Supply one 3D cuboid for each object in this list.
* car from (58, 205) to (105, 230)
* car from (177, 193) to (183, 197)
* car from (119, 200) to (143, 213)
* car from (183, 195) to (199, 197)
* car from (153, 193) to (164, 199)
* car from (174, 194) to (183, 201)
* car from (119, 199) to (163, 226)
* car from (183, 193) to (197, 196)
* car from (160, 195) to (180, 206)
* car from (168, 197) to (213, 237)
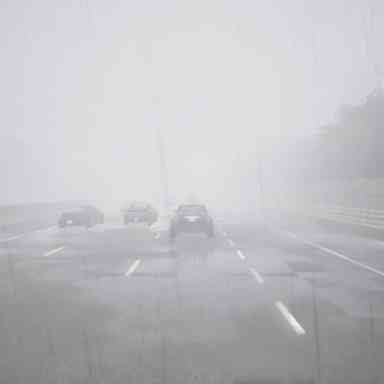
[{"bbox_3d":[-6.997,1.540,21.351,1.812,1.442,4.674,0,0,0],"label":"car"},{"bbox_3d":[-3.487,1.547,72.350,1.882,1.535,5.008,0,0,0],"label":"car"},{"bbox_3d":[-6.993,1.630,38.354,1.895,1.301,4.718,0,0,0],"label":"car"},{"bbox_3d":[0.008,1.514,45.307,1.882,1.535,5.008,0,0,0],"label":"car"},{"bbox_3d":[-6.987,1.293,71.429,2.150,2.045,5.566,0,0,0],"label":"car"},{"bbox_3d":[-3.484,1.447,88.346,2.097,1.767,4.553,0,0,0],"label":"car"},{"bbox_3d":[-3.499,1.507,23.343,2.128,1.511,4.902,0,0,0],"label":"car"},{"bbox_3d":[0.013,1.276,61.362,2.150,2.045,5.566,0,0,0],"label":"car"},{"bbox_3d":[-3.492,1.593,54.310,2.033,1.411,5.357,0,0,0],"label":"car"},{"bbox_3d":[0.000,1.363,18.252,2.097,1.767,4.553,0,0,0],"label":"car"}]
